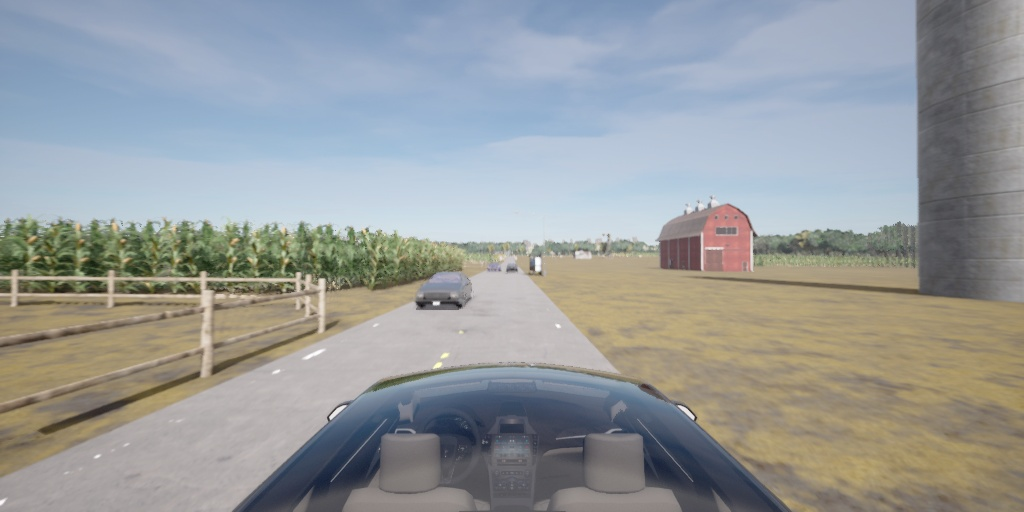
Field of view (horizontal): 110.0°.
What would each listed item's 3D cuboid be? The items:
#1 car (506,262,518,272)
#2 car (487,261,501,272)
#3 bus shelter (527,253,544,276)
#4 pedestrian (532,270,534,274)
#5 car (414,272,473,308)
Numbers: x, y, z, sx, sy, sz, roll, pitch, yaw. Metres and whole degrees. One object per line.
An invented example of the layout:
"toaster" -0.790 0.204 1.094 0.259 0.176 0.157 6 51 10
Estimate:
"car" 0.006 1.808 55.869 2.033 1.411 5.357 0 0 0
"car" -2.811 1.632 57.266 2.097 1.767 4.553 0 -1 0
"bus shelter" 3.124 1.037 45.737 1.920 2.740 3.880 0 0 0
"pedestrian" 2.823 1.490 47.506 0.375 1.860 0.375 0 -1 0
"car" -2.850 1.433 16.182 2.033 1.411 5.357 0 -1 0
